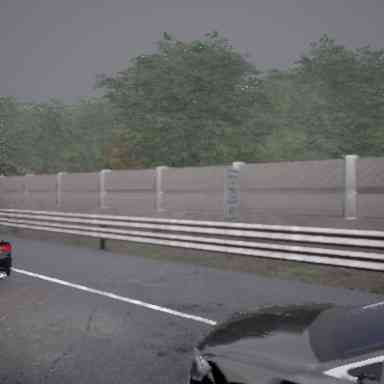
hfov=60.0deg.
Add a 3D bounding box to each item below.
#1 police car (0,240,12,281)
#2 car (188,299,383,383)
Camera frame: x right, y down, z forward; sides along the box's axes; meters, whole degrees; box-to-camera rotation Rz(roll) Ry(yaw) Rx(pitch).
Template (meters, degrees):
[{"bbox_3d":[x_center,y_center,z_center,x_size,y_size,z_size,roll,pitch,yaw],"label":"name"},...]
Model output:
[{"bbox_3d":[-6.735,1.454,8.724,5.238,1.638,1.930,0,0,36],"label":"police car"},{"bbox_3d":[2.194,1.492,2.297,4.902,1.511,2.128,0,0,35],"label":"car"}]
